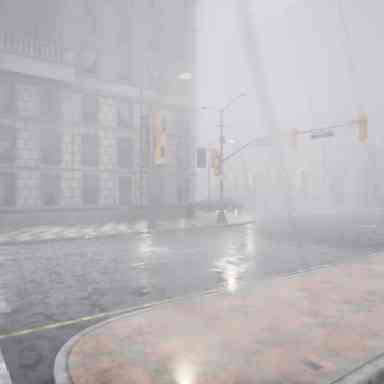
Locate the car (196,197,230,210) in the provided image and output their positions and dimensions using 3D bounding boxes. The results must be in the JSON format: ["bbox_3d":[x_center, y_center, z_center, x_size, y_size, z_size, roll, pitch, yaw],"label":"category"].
[{"bbox_3d":[2.325,1.564,42.249,1.994,1.385,4.181,0,0,-36],"label":"car"}]

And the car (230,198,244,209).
[{"bbox_3d":[4.886,1.505,44.682,1.837,1.490,4.892,0,0,-36],"label":"car"}]

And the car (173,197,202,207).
[{"bbox_3d":[-0.800,1.547,52.627,2.033,1.411,5.357,0,0,-35],"label":"car"}]
